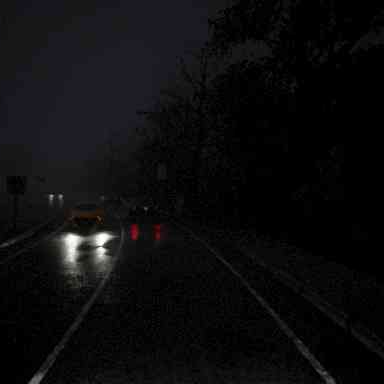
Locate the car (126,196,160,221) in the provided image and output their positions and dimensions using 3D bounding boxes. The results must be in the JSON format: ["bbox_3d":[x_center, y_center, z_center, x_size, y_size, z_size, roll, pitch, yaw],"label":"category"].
[{"bbox_3d":[-3.793,1.134,25.117,2.097,1.767,4.553,1,1,-16],"label":"car"}]

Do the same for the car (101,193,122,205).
[{"bbox_3d":[-10.118,0.798,41.491,2.033,1.411,5.357,1,2,-26],"label":"car"}]

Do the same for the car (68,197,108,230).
[{"bbox_3d":[-6.234,1.309,20.055,1.882,1.535,5.008,1,1,-14],"label":"car"}]

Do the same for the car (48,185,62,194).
[{"bbox_3d":[-24.074,-0.389,58.317,1.837,1.490,4.892,2,2,-32],"label":"car"}]
